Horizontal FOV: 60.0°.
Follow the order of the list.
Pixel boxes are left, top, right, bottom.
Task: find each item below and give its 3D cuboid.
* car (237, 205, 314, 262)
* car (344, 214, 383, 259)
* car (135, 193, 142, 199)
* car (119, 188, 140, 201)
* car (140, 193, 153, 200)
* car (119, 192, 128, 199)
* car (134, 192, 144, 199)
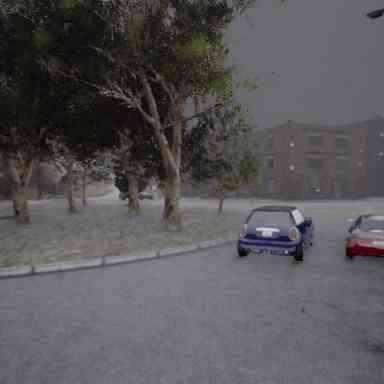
[{"bbox_3d":[3.220,1.263,12.255,2.097,1.767,4.553,1,2,25],"label":"car"},{"bbox_3d":[6.577,1.484,11.828,1.994,1.385,4.181,1,1,28],"label":"car"},{"bbox_3d":[-13.866,0.954,86.034,1.837,1.490,4.892,0,-1,-10],"label":"car"},{"bbox_3d":[-10.418,0.389,54.607,2.150,2.045,5.566,0,1,-17],"label":"car"},{"bbox_3d":[-7.959,0.746,57.677,1.895,1.301,4.718,0,0,-16],"label":"car"},{"bbox_3d":[-14.762,0.789,71.894,1.837,1.490,4.892,0,-1,-10],"label":"car"},{"bbox_3d":[-11.518,0.820,72.238,2.033,1.411,5.357,0,-1,-10],"label":"car"}]
